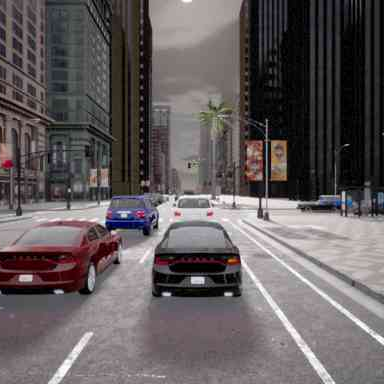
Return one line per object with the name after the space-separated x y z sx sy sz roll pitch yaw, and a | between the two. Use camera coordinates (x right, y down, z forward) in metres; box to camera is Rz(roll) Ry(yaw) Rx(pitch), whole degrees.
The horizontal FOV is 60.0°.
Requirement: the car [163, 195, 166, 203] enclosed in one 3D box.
-6.605 1.224 60.351 2.150 2.045 5.566 0 0 1 | car

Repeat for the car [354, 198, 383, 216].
17.053 1.548 31.272 4.403 1.369 2.008 0 0 0 | car

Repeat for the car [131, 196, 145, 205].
-9.847 1.528 61.476 1.812 1.442 4.674 0 0 0 | car

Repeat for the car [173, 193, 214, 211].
0.091 1.221 18.568 2.150 2.045 5.566 0 0 0 | car

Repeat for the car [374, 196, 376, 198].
22.721 1.284 39.801 5.009 1.841 2.192 0 0 0 | car

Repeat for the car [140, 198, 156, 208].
-6.607 1.602 50.583 1.895 1.301 4.718 0 0 -1 | car

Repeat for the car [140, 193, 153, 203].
-9.791 1.229 71.875 2.150 2.045 5.566 0 0 0 | car

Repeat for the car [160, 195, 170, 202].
-6.545 1.529 80.616 2.128 1.511 4.902 0 0 0 | car

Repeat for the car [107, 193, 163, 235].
-3.189 1.221 18.626 2.150 2.045 5.566 0 0 2 | car

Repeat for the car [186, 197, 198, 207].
0.044 1.506 52.335 1.837 1.490 4.892 0 0 0 | car

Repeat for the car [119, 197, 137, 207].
-9.912 1.493 51.832 2.128 1.511 4.902 0 0 -3 | car

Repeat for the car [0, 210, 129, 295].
-3.155 1.477 8.761 1.882 1.535 5.008 0 0 0 | car

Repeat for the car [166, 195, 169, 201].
-6.539 1.598 70.422 1.895 1.301 4.718 0 0 0 | car

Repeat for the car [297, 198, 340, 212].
14.224 1.583 37.133 4.718 1.301 1.895 0 0 0 | car

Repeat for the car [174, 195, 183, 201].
-3.296 1.496 81.639 1.837 1.490 4.892 0 0 0 | car

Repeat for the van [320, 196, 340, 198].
17.044 1.314 39.796 3.998 1.788 1.690 0 0 0 | van

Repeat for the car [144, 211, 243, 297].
0.094 1.477 8.608 1.882 1.535 5.008 0 0 0 | car

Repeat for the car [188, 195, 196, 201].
-0.047 1.482 85.034 1.882 1.535 5.008 0 0 0 | car

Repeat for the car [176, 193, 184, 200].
-3.301 1.193 92.029 2.097 1.767 4.553 0 0 0 | car
